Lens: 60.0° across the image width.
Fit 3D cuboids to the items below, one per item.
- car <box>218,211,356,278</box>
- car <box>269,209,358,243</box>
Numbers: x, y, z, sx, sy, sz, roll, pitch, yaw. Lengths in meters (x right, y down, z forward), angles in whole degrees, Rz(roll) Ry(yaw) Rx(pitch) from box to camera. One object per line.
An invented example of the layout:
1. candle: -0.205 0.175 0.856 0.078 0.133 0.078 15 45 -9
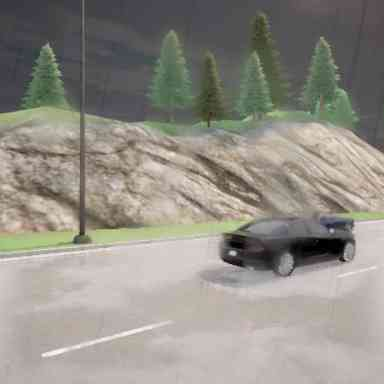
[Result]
1. car: 3.083 1.477 10.259 5.008 1.535 1.882 0 0 -36
2. car: 6.203 1.601 16.797 4.718 1.301 1.895 0 0 -36
